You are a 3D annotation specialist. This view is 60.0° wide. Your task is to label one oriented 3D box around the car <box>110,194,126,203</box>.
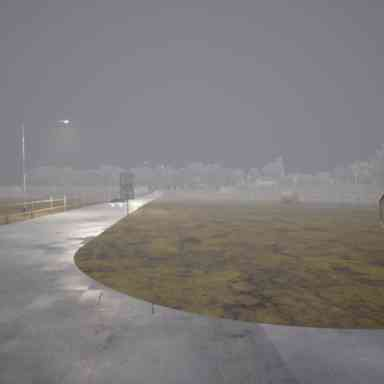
[{"bbox_3d":[-11.417,1.005,51.839,1.994,1.385,4.181,-1,0,-4],"label":"car"}]
